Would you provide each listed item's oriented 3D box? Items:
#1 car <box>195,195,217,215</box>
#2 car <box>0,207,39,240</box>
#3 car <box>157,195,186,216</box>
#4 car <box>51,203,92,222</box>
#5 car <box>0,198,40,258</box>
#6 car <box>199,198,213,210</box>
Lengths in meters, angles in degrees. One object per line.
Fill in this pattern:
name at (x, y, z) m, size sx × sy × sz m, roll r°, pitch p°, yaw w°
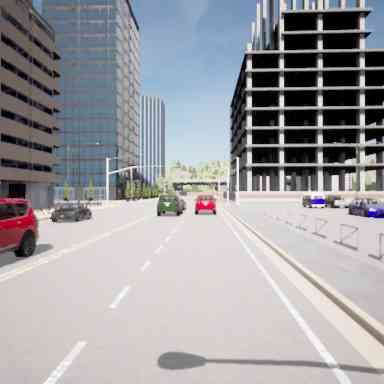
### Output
car at (1.457, 1.285, 35.585) m, size 2.150 × 2.045 × 5.566 m, roll 0°, pitch 0°, yaw 2°
car at (-9.993, 1.595, 17.273) m, size 1.994 × 1.385 × 4.181 m, roll 0°, pitch 0°, yaw 2°
car at (-2.146, 1.281, 33.130) m, size 2.150 × 2.045 × 5.566 m, roll 0°, pitch 0°, yaw 2°
car at (-9.517, 1.612, 26.554) m, size 1.994 × 1.385 × 4.181 m, roll 0°, pitch 0°, yaw 2°
car at (-6.775, 1.240, 10.020) m, size 2.150 × 2.045 × 5.566 m, roll 0°, pitch 0°, yaw 2°
car at (1.858, 1.587, 45.432) m, size 1.837 × 1.490 × 4.892 m, roll 0°, pitch 0°, yaw 2°
